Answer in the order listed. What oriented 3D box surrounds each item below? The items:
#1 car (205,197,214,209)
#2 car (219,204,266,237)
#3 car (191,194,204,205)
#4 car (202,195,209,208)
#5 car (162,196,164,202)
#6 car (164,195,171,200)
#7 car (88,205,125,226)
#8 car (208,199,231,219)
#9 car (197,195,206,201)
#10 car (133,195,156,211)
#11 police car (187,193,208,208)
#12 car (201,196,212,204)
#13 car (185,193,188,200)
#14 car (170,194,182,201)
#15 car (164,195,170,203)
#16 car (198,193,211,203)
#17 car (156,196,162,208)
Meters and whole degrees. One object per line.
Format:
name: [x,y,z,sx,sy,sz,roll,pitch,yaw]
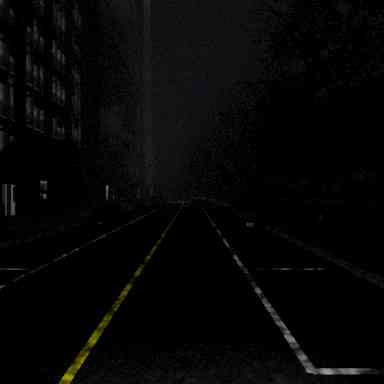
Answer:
car: [2.693,1.545,34.413,2.008,1.369,4.403,0,0,0]
car: [2.753,1.566,17.738,1.947,1.339,4.313,0,0,0]
car: [0.883,1.300,57.804,2.097,1.767,4.553,0,0,0]
car: [2.693,1.524,45.534,1.887,1.381,4.507,0,0,0]
car: [-5.832,1.533,51.041,1.947,1.339,4.313,0,0,0]
car: [-6.614,1.400,90.027,1.802,1.307,4.206,0,0,-2]
car: [-5.834,1.566,23.236,1.947,1.339,4.313,0,0,0]
car: [2.693,1.543,28.852,1.887,1.381,4.507,0,0,0]
car: [2.208,1.418,78.874,2.008,1.369,4.403,0,0,-2]
car: [-5.833,1.429,39.921,1.967,1.590,4.097,0,0,0]
police car: [0.727,1.401,47.877,1.930,1.638,5.238,0,0,-3]
car: [2.621,1.517,62.192,1.802,1.307,4.206,0,0,-1]
car: [-0.625,1.039,84.063,2.097,1.767,4.553,0,0,-2]
car: [-3.413,1.189,75.971,2.097,1.767,4.553,0,0,-2]
car: [-6.028,1.479,67.787,1.947,1.339,4.313,0,0,-1]
car: [2.503,1.230,67.757,2.192,1.841,5.009,0,0,-2]
car: [-5.832,1.294,45.479,2.192,1.841,5.009,0,0,0]
